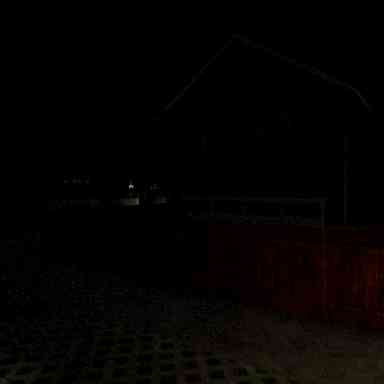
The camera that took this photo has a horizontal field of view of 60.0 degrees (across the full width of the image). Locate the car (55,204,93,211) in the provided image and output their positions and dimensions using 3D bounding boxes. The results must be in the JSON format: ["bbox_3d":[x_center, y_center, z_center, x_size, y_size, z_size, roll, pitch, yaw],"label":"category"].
[{"bbox_3d":[-8.497,1.671,25.189,1.837,1.490,4.892,0,-1,15],"label":"car"}]
